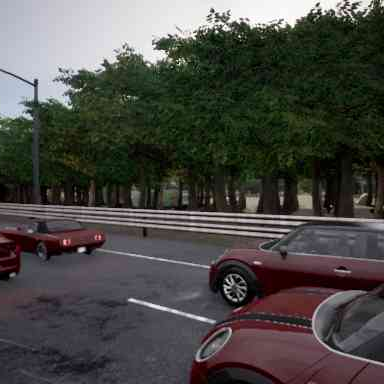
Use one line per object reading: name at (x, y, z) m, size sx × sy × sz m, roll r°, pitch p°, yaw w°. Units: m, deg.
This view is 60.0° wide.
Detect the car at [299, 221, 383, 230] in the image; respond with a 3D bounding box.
car at (2.566, 1.354, 6.517) m, size 4.553 × 1.767 × 2.097 m, roll 0°, pitch 0°, yaw 35°

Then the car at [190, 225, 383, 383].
car at (2.176, 1.351, 2.512) m, size 4.553 × 1.767 × 2.097 m, roll 0°, pitch 0°, yaw 35°

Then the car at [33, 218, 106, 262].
car at (-5.421, 1.619, 12.344) m, size 4.718 × 1.301 × 1.895 m, roll 0°, pitch 0°, yaw 37°

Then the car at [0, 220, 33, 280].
car at (-6.454, 1.494, 8.758) m, size 5.008 × 1.535 × 1.882 m, roll 0°, pitch 0°, yaw 37°
